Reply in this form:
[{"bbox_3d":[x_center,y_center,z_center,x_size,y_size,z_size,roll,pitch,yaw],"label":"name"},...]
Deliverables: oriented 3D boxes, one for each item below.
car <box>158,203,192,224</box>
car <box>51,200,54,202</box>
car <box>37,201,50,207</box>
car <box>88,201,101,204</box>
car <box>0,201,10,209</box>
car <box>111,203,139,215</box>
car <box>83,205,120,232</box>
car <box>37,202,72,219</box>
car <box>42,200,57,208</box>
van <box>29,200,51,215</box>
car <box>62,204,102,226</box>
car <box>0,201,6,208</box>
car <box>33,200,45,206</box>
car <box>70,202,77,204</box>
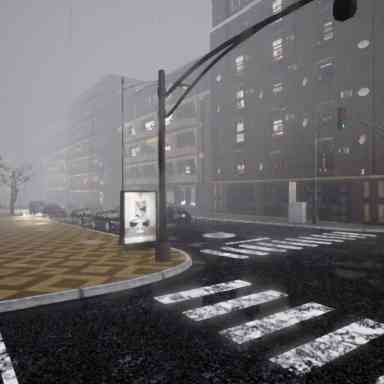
[{"bbox_3d":[-1.852,1.880,27.984,1.994,1.385,4.181,-1,-1,-36],"label":"car"},{"bbox_3d":[-25.430,2.469,60.555,1.994,1.385,4.181,-1,-1,-36],"label":"car"},{"bbox_3d":[-34.647,2.735,77.692,1.947,1.339,4.313,-2,0,-36],"label":"car"},{"bbox_3d":[-15.054,2.118,50.627,1.967,1.590,4.097,-2,0,-36],"label":"car"},{"bbox_3d":[-38.171,2.703,68.267,2.008,1.369,4.403,-2,0,-36],"label":"car"},{"bbox_3d":[-8.459,2.096,41.648,1.802,1.307,4.206,-2,0,-36],"label":"car"},{"bbox_3d":[-5.619,1.888,23.078,2.008,1.369,4.403,-2,0,-36],"label":"car"},{"bbox_3d":[-14.964,2.115,36.064,1.887,1.381,4.507,-2,0,-36],"label":"car"},{"bbox_3d":[-31.385,2.527,73.180,1.967,1.590,4.097,-2,0,-36],"label":"car"},{"bbox_3d":[-19.884,2.034,42.950,1.690,1.788,3.998,-2,0,-36],"label":"van"},{"bbox_3d":[-8.885,1.969,27.589,2.008,1.369,4.403,-2,0,-36],"label":"car"},{"bbox_3d":[-44.702,2.861,77.290,1.887,1.381,4.507,-2,0,-36],"label":"car"},{"bbox_3d":[-37.913,2.796,82.203,1.887,1.381,4.507,-2,0,-36],"label":"car"},{"bbox_3d":[-21.585,2.423,59.647,1.802,1.307,4.206,-2,0,-36],"label":"car"}]
